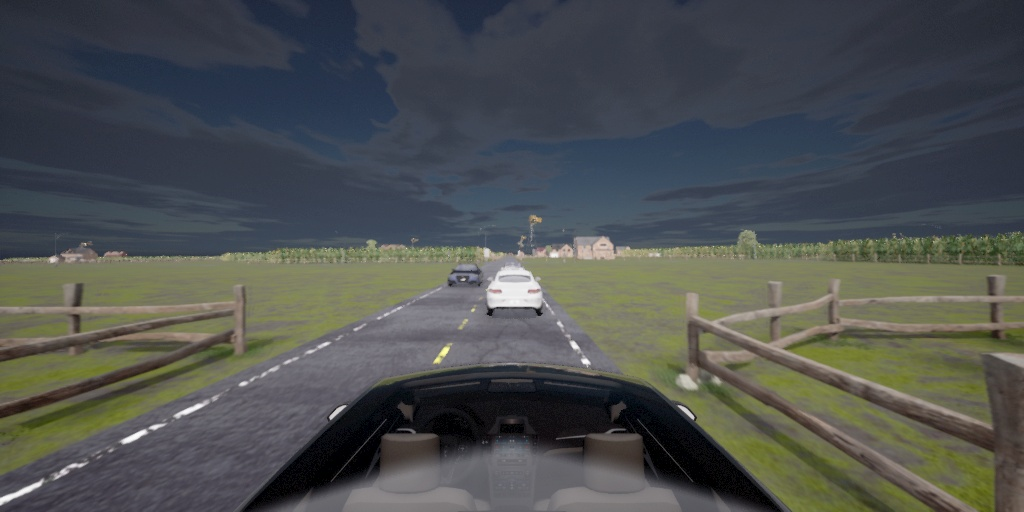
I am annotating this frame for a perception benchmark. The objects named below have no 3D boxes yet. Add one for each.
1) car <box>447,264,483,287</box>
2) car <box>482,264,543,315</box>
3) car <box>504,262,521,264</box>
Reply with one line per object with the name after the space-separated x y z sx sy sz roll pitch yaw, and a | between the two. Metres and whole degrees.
-2.858 1.177 22.870 1.994 1.385 4.181 0 0 0 | car
0.084 1.200 13.124 1.812 1.442 4.674 0 1 0 | car
0.058 1.169 30.146 1.895 1.301 4.718 0 0 0 | car
